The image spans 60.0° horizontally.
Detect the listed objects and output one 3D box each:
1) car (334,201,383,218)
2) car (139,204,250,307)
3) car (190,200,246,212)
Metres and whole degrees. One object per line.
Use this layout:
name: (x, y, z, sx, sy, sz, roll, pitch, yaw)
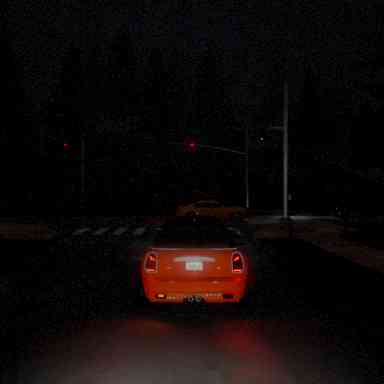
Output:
car: (14.342, 1.438, 27.357, 4.718, 1.301, 1.895, 0, 0, 0)
car: (0.050, 1.352, 8.115, 2.097, 1.767, 4.553, 0, 0, 0)
car: (1.362, 1.333, 23.599, 5.008, 1.535, 1.882, -1, 1, 0)
